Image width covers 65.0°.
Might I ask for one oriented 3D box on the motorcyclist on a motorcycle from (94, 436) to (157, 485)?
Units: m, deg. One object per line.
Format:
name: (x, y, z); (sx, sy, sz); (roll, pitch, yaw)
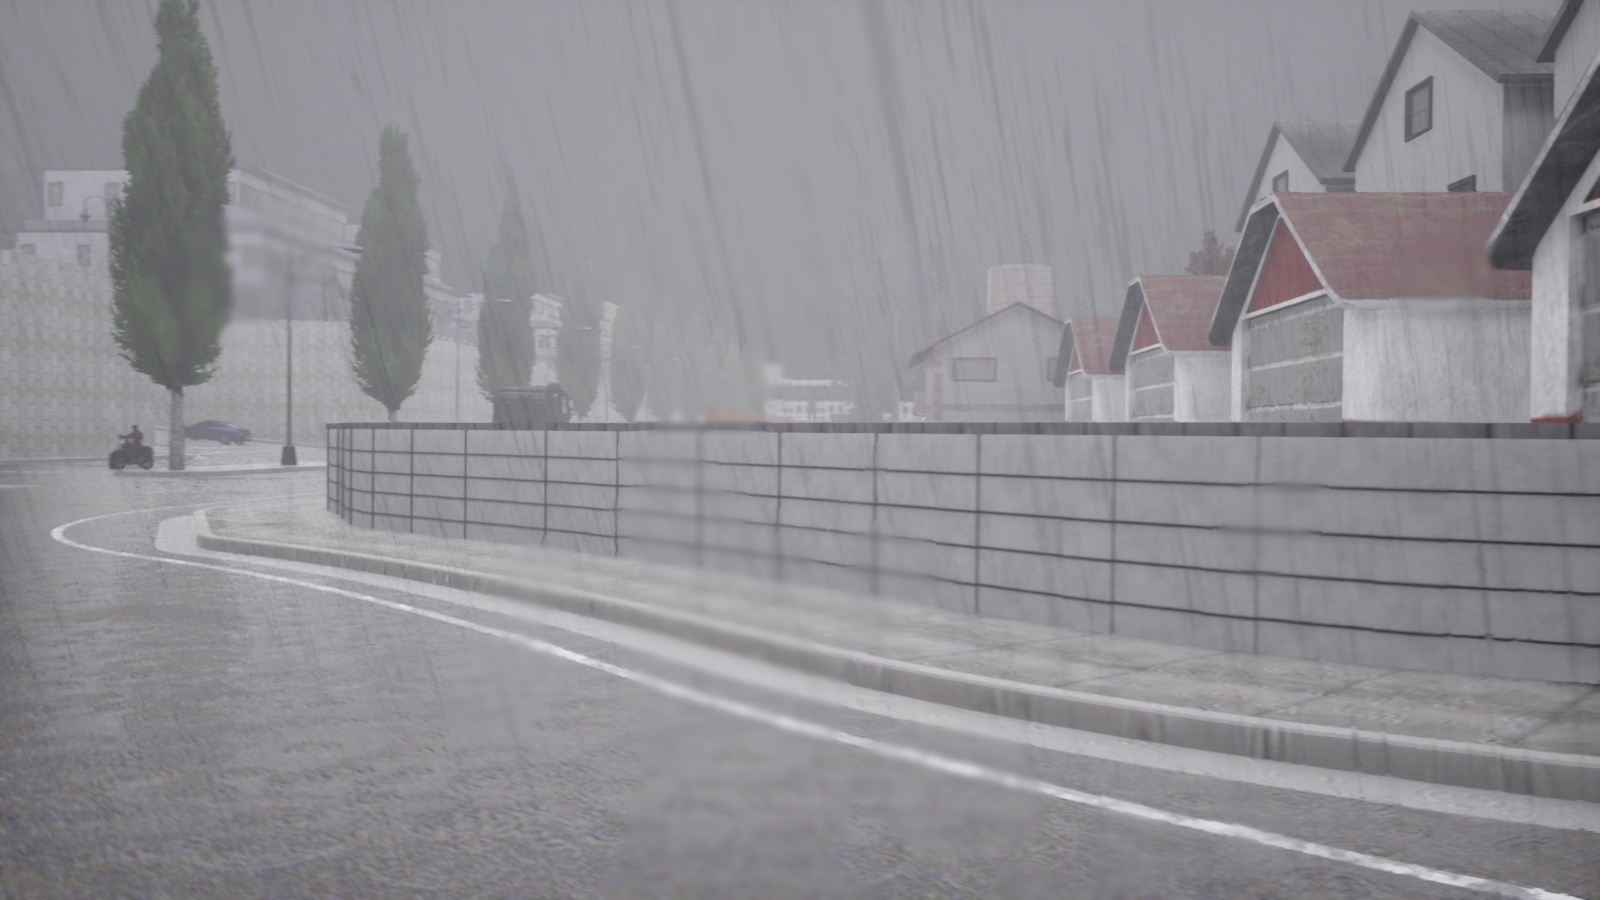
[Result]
motorcyclist on a motorcycle: (-23.495, 0.337, 43.778); (0.766, 1.649, 2.350); (0, 1, 4)

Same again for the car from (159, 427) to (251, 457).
car: (-36.078, -0.498, 76.209); (4.674, 1.442, 1.812); (5, 1, 4)

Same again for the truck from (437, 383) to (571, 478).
truck: (-11.530, -0.764, 49.756); (2.891, 3.462, 7.936); (0, 1, 4)
